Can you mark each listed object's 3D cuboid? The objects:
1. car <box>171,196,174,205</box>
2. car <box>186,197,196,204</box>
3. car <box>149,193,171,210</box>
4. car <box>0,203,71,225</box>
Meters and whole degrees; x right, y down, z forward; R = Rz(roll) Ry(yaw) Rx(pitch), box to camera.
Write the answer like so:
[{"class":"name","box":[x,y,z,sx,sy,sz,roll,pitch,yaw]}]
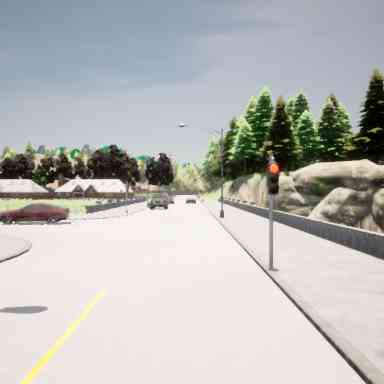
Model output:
[{"class":"car","box":[-4.241,1.523,61.006,1.812,1.442,4.674,0,0,0]},{"class":"car","box":[-0.180,1.599,63.408,1.895,1.301,4.718,0,0,0]},{"class":"car","box":[-4.223,1.219,43.265,2.150,2.045,5.566,0,0,-1]},{"class":"car","box":[-11.082,1.525,23.565,4.674,1.442,1.812,0,1,-8]}]
